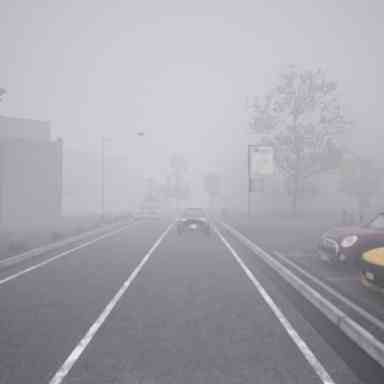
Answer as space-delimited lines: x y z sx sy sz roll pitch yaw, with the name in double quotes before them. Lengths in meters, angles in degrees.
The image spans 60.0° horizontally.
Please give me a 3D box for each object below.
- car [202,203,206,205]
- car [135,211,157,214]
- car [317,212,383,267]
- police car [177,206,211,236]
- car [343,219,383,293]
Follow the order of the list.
"car" 0.307 2.257 37.008 1.812 1.442 4.674 0 -2 4
"car" -3.255 1.620 25.556 1.895 1.301 4.718 0 -2 0
"car" 6.217 1.368 10.027 4.553 1.767 2.185 0 0 -1
"police car" 0.096 1.779 20.561 2.038 1.542 4.974 0 -2 0
"car" 6.219 1.479 6.991 5.008 1.535 2.097 0 0 -1
